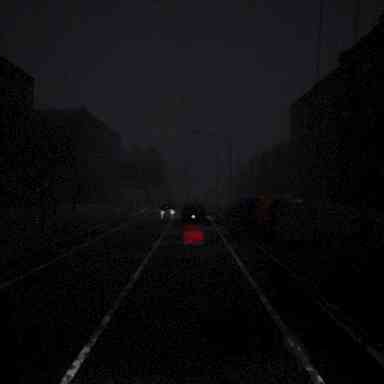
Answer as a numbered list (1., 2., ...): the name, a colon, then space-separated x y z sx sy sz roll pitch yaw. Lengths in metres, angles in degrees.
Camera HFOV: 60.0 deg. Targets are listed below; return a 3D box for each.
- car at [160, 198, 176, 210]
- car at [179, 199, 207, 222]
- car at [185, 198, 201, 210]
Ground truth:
1. car: -3.096 1.532 43.233 2.033 1.411 5.357 0 0 0
2. car: 0.100 1.470 25.916 1.837 1.490 4.892 0 0 0
3. car: 0.097 1.548 42.975 1.994 1.385 4.181 0 0 0
